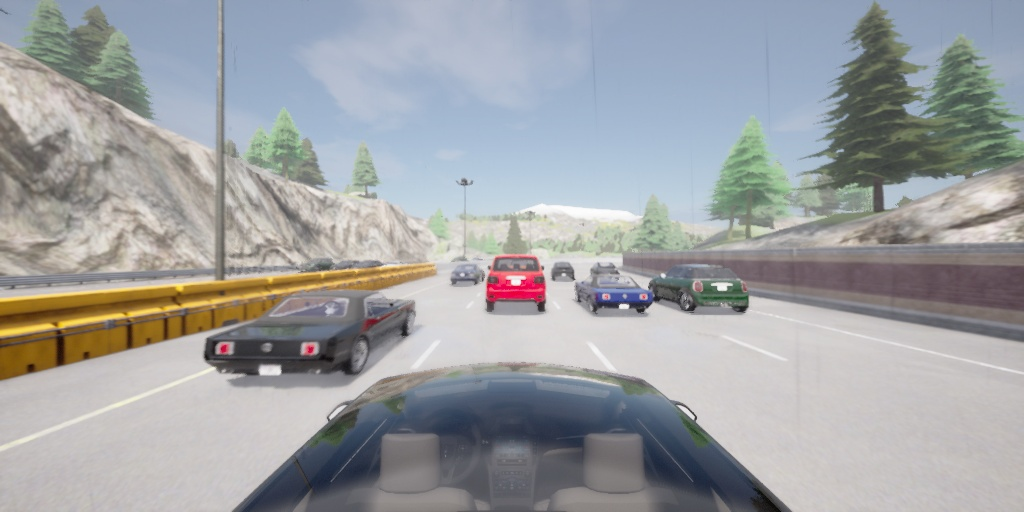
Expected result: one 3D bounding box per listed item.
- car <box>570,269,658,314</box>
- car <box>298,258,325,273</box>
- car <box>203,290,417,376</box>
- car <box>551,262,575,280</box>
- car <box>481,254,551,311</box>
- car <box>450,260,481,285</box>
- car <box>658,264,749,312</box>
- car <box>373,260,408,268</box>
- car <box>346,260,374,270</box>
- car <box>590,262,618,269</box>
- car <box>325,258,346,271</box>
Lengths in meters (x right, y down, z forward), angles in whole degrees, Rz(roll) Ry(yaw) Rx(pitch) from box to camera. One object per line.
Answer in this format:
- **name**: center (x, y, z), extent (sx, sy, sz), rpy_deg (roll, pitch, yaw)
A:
- **car**: center (3.646, 1.348, 13.812), extent (1.895, 1.301, 4.718), rpy_deg (0, 0, 1)
- **car**: center (-22.685, 1.007, 41.851), extent (2.097, 1.767, 4.553), rpy_deg (0, 0, 8)
- **car**: center (-3.416, 1.337, 7.335), extent (1.895, 1.301, 4.718), rpy_deg (0, 0, 1)
- **car**: center (4.334, 1.237, 30.799), extent (1.837, 1.490, 4.892), rpy_deg (0, 0, 5)
- **car**: center (0.154, 0.959, 14.524), extent (2.150, 2.045, 5.566), rpy_deg (0, 0, 1)
- **car**: center (-3.074, 1.267, 25.741), extent (2.033, 1.411, 5.357), rpy_deg (0, 0, 3)
- **car**: center (7.150, 1.107, 14.295), extent (2.097, 1.767, 4.553), rpy_deg (0, 0, 1)
- **car**: center (-12.585, 1.209, 38.463), extent (1.812, 1.442, 4.674), rpy_deg (0, 0, 8)
- **car**: center (-15.918, 1.180, 39.884), extent (1.837, 1.490, 4.892), rpy_deg (0, 0, 8)
- **car**: center (7.829, 1.232, 30.714), extent (2.128, 1.511, 4.902), rpy_deg (0, 0, 5)
- **car**: center (-19.150, 1.169, 41.952), extent (1.837, 1.490, 4.892), rpy_deg (0, 0, 9)
